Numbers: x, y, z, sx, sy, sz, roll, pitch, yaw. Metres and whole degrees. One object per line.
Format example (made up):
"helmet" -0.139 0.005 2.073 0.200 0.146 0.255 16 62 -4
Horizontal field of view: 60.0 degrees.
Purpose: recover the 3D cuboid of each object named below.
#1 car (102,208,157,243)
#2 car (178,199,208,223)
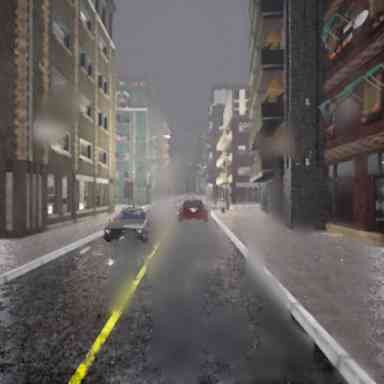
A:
"car" -2.797 1.509 16.211 2.033 1.411 5.357 0 0 0
"car" 0.089 1.298 25.093 2.097 1.767 4.553 0 0 0
